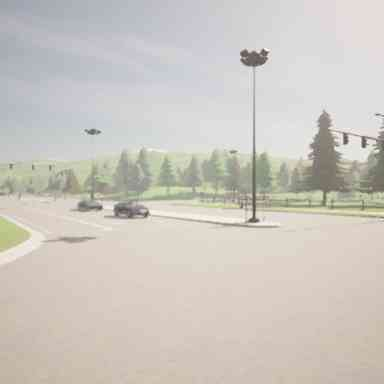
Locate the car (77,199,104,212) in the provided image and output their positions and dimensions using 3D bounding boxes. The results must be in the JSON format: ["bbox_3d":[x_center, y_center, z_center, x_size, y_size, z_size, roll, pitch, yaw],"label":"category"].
[{"bbox_3d":[-12.393,1.585,40.231,2.033,1.411,5.357,0,0,-34],"label":"car"}]

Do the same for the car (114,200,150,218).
[{"bbox_3d":[-5.552,1.529,30.345,2.128,1.511,4.902,0,0,-35],"label":"car"}]
